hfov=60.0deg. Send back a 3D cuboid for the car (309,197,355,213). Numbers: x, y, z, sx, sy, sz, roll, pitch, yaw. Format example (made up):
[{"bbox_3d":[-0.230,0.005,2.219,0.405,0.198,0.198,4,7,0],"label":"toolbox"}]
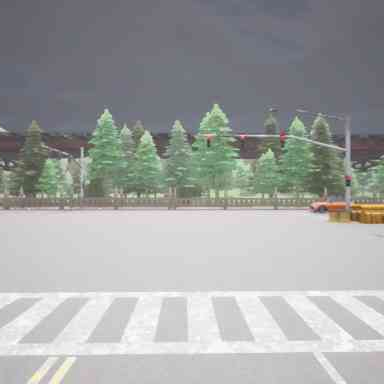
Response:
[{"bbox_3d":[14.912,1.352,35.534,4.553,1.767,2.097,0,0,-2],"label":"car"}]

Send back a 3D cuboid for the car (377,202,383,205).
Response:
[{"bbox_3d":[16.876,1.564,28.586,4.181,1.385,1.994,0,0,-2],"label":"car"}]
